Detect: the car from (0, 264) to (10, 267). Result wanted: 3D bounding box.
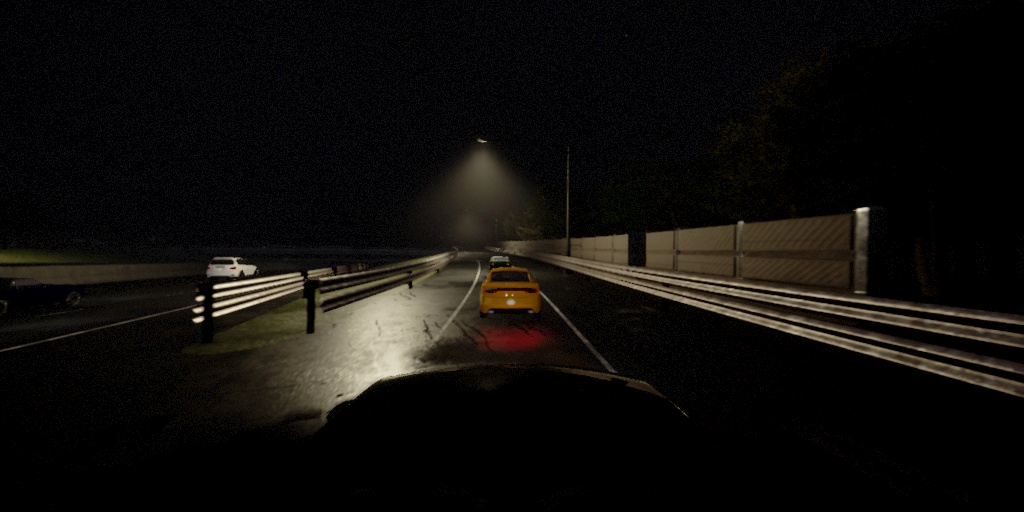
[{"bbox_3d":[-46.830,1.400,32.038,1.994,1.385,4.181,1,-1,-18],"label":"car"}]

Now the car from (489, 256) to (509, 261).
[{"bbox_3d":[-1.142,0.665,32.476,1.895,1.301,4.718,0,2,-4],"label":"car"}]

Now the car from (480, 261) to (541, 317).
[{"bbox_3d":[-0.098,1.134,12.758,1.882,1.535,5.008,0,1,-2],"label":"car"}]

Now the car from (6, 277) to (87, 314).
[{"bbox_3d":[-17.930,1.390,12.647,1.895,1.301,4.718,1,-1,-19],"label":"car"}]

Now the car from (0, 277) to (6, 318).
[{"bbox_3d":[-11.984,1.218,5.610,2.128,1.511,4.902,1,-1,-18],"label":"car"}]

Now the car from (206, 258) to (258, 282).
[{"bbox_3d":[-24.205,1.175,31.208,2.150,2.045,5.566,1,-1,-19],"label":"car"}]
